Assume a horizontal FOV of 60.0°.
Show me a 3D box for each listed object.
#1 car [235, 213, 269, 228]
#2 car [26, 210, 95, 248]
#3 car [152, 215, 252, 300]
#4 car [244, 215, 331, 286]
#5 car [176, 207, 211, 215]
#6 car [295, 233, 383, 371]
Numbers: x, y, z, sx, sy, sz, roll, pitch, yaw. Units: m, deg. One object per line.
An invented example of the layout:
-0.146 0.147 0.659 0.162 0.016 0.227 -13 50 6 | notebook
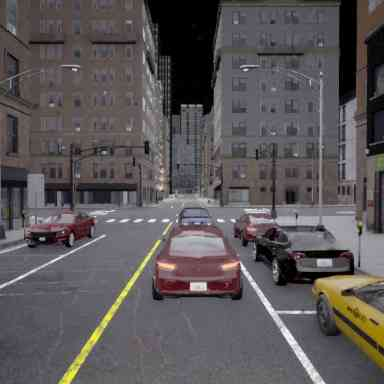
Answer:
2.869 1.577 14.850 1.802 1.307 4.206 -1 0 0 | car
-5.676 1.540 14.849 1.887 1.381 4.507 -1 0 0 | car
0.100 1.523 8.233 1.812 1.442 4.674 0 0 0 | car
2.868 1.563 9.264 1.947 1.339 4.313 -1 0 0 | car
0.136 1.542 18.253 2.033 1.411 5.357 0 0 -3 | car
2.866 1.524 3.848 1.752 1.417 4.829 -1 0 0 | car
